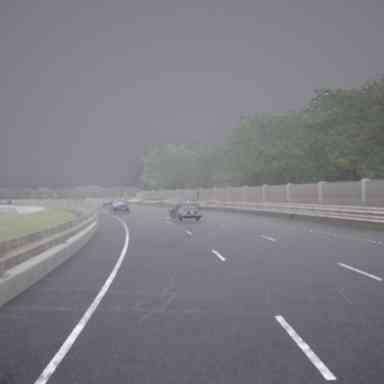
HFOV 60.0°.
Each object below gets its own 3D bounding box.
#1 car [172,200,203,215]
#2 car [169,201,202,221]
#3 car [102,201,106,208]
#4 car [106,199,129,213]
[{"bbox_3d":[-0.650,1.761,39.519,2.128,1.511,4.902,0,0,-22],"label":"car"},{"bbox_3d":[-0.671,1.748,29.101,2.033,1.411,5.357,0,0,-16],"label":"car"},{"bbox_3d":[-14.116,1.996,57.915,1.837,1.490,4.892,0,0,-34],"label":"car"},{"bbox_3d":[-9.193,1.873,41.795,1.812,1.442,4.674,0,-1,-24],"label":"car"}]
